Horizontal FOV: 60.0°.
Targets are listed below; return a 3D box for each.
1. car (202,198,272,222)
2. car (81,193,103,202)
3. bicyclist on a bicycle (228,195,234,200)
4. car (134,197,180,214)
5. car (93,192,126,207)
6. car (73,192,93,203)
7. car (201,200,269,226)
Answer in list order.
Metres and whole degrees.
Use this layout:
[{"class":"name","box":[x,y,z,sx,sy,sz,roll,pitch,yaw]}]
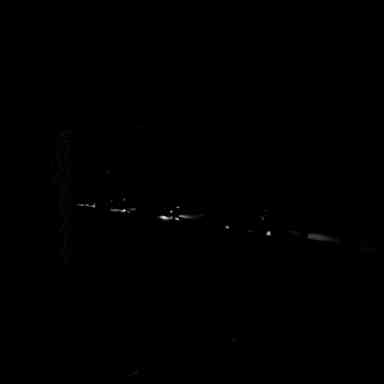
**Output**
[{"class":"car","box":[3.204,1.274,24.902,2.033,1.411,5.357,1,1,-36]},{"class":"car","box":[-15.481,0.798,51.500,1.895,1.301,4.718,1,1,-35]},{"class":"bicyclist on a bicycle","box":[3.464,1.133,29.640,1.656,1.620,0.582,0,1,-35]},{"class":"car","box":[-3.160,1.136,28.687,2.033,1.411,5.357,1,1,-35]},{"class":"car","box":[-8.948,0.776,37.000,2.097,1.767,4.553,1,1,-35]},{"class":"car","box":[-14.877,0.760,45.559,1.837,1.490,4.892,1,1,-34]},{"class":"car","box":[2.526,1.243,20.553,2.128,1.511,4.902,1,1,-35]}]
